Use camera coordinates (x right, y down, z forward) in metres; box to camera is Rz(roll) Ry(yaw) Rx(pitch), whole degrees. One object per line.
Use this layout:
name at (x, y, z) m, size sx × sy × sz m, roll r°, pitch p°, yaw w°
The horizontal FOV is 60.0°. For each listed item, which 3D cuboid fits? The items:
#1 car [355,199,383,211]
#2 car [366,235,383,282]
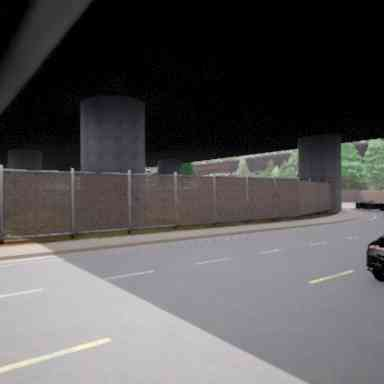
car at (21.532, 1.559, 40.103) m, size 1.895 × 1.301 × 4.718 m, roll 0°, pitch 0°, yaw 5°
car at (6.366, 1.473, 8.534) m, size 4.902 × 1.511 × 2.128 m, roll 0°, pitch 0°, yaw -36°
